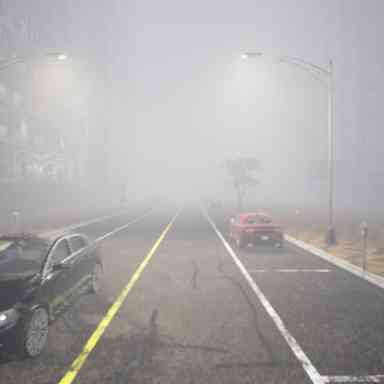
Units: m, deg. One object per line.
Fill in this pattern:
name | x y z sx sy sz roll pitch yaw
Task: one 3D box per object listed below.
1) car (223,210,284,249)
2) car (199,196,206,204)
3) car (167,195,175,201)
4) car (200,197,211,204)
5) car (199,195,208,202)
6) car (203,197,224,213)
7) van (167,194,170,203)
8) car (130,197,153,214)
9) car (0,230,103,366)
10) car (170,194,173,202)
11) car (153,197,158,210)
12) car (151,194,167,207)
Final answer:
car | 2.659 1.555 14.402 1.887 1.381 4.507 -1 0 0
car | 2.590 1.608 53.901 2.008 1.369 4.403 -1 0 0
car | -5.862 1.566 93.353 1.967 1.590 4.097 -1 0 0
car | 2.570 1.619 65.187 2.008 1.369 4.403 -1 0 0
car | 2.548 1.520 76.472 1.967 1.590 4.097 -1 0 0
car | 2.620 1.590 36.973 2.008 1.369 4.403 -1 0 0
van | -5.813 1.443 65.146 1.690 1.788 3.998 -1 0 0
car | -5.761 1.598 36.770 1.752 1.417 4.829 -1 0 0
car | -3.008 1.513 6.023 2.128 1.511 4.902 0 0 0
car | -5.823 1.423 70.788 2.192 1.841 5.009 -1 0 0
car | -5.770 1.661 42.581 1.802 1.307 4.206 -1 0 0
car | -5.794 1.406 53.864 2.192 1.841 5.009 -1 0 0
